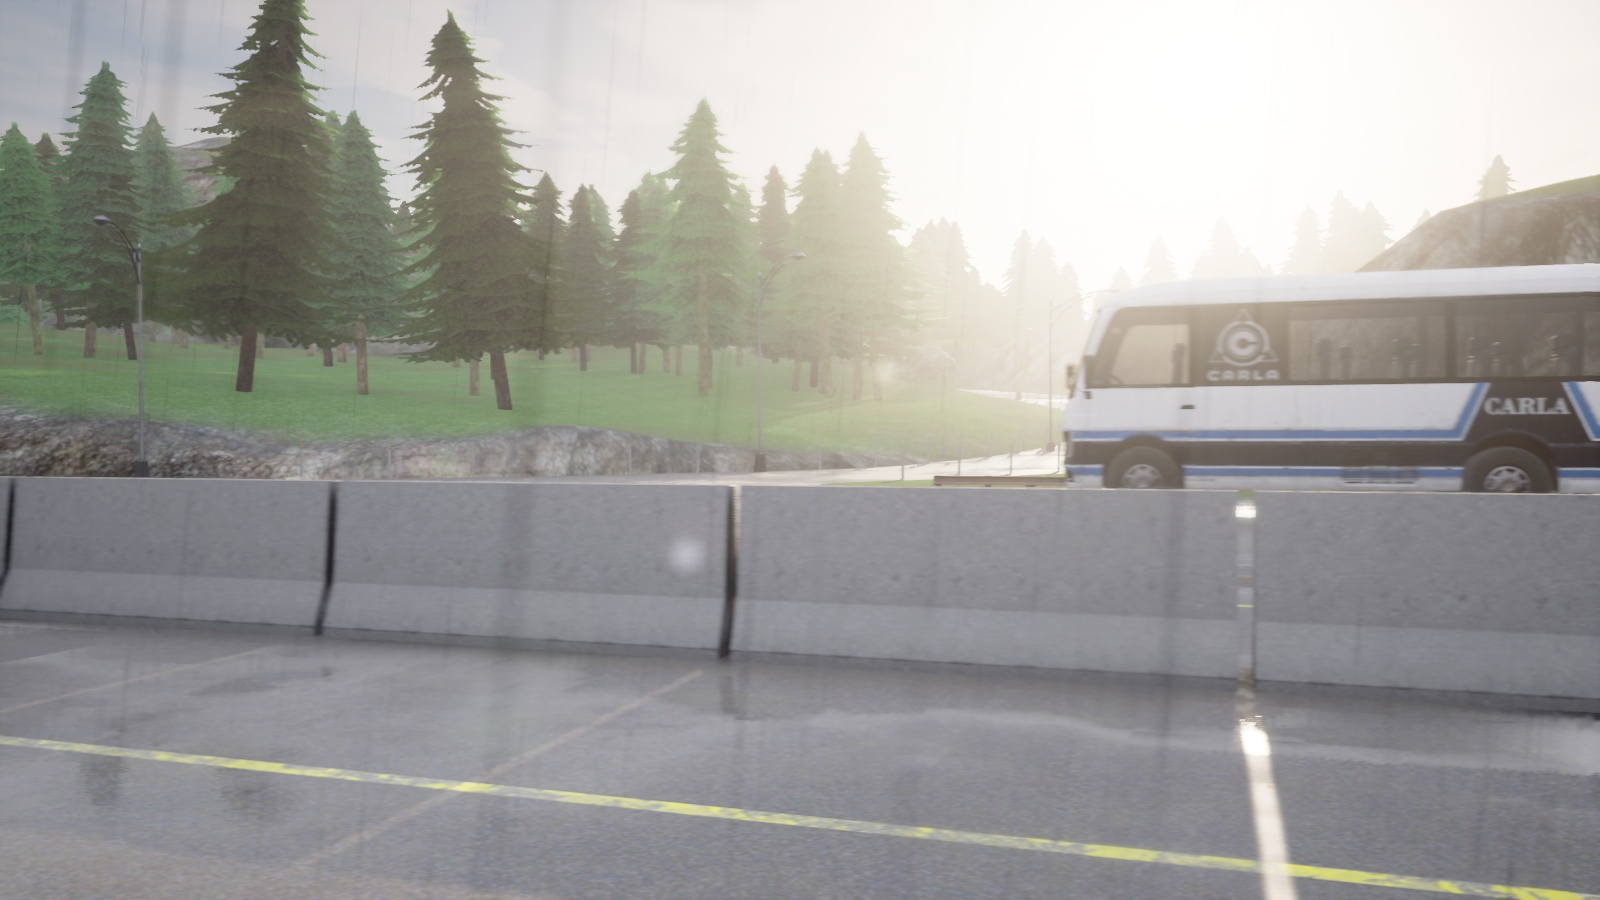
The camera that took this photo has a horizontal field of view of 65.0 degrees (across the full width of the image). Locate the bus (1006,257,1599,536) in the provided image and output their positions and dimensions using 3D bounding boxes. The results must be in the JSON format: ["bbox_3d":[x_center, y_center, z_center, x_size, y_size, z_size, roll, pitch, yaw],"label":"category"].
[{"bbox_3d":[9.129,-0.872,22.256,10.273,4.253,3.944,1,1,19],"label":"bus"}]
